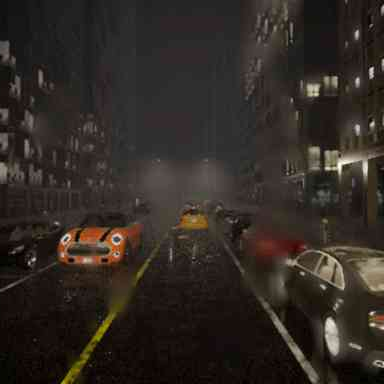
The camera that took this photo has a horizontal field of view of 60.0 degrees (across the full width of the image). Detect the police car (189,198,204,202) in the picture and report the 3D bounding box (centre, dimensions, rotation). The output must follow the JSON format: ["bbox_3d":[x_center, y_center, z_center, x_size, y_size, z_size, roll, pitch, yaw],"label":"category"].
[{"bbox_3d":[0.137,1.878,42.184,2.038,1.542,4.974,0,0,0],"label":"police car"}]

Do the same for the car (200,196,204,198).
[{"bbox_3d":[2.763,2.172,72.417,1.947,1.339,4.313,1,0,0],"label":"car"}]

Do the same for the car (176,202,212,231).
[{"bbox_3d":[0.121,1.657,21.921,1.801,1.575,5.366,0,-1,0],"label":"car"}]

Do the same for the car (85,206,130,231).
[{"bbox_3d":[-5.661,1.753,22.817,1.887,1.381,4.507,1,0,0],"label":"car"}]

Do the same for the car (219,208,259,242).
[{"bbox_3d":[2.714,1.725,17.104,1.947,1.339,4.313,1,0,0],"label":"car"}]

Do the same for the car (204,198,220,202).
[{"bbox_3d":[2.735,1.786,38.958,1.967,1.590,4.097,1,0,0],"label":"car"}]

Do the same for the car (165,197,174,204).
[{"bbox_3d":[-5.605,2.127,83.591,1.967,1.590,4.097,1,0,0],"label":"car"}]

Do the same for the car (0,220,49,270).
[{"bbox_3d":[-5.672,1.672,11.467,1.947,1.339,4.313,1,-1,0],"label":"car"}]

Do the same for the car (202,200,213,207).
[{"bbox_3d":[2.753,2.104,61.265,1.802,1.307,4.206,1,0,0],"label":"car"}]

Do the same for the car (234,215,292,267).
[{"bbox_3d":[2.708,1.689,11.431,1.802,1.307,4.206,1,-1,0],"label":"car"}]

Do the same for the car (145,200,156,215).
[{"bbox_3d":[-5.648,1.927,38.996,1.802,1.307,4.206,1,0,0],"label":"car"}]

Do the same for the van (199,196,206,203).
[{"bbox_3d":[2.781,2.069,89.150,1.690,1.788,3.998,1,0,0],"label":"van"}]

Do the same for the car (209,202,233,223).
[{"bbox_3d":[2.723,1.803,27.803,2.008,1.369,4.403,1,0,0],"label":"car"}]

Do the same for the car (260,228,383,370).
[{"bbox_3d":[2.704,1.606,5.757,2.008,1.369,4.403,1,-1,0],"label":"car"}]

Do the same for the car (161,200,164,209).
[{"bbox_3d":[-5.632,2.044,55.718,1.947,1.339,4.313,1,0,0],"label":"car"}]

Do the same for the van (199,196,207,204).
[{"bbox_3d":[2.776,2.029,83.574,1.690,1.788,3.998,1,0,0],"label":"van"}]

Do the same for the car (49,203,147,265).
[{"bbox_3d":[-3.091,1.464,12.109,2.097,1.767,4.553,0,-1,0],"label":"car"}]

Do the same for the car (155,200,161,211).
[{"bbox_3d":[-5.640,1.830,44.570,1.967,1.590,4.097,1,0,0],"label":"car"}]

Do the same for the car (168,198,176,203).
[{"bbox_3d":[-5.597,2.331,94.739,1.947,1.339,4.313,1,0,0],"label":"car"}]

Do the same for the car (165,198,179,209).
[{"bbox_3d":[-3.010,2.000,55.209,1.812,1.442,4.674,0,0,1],"label":"car"}]
